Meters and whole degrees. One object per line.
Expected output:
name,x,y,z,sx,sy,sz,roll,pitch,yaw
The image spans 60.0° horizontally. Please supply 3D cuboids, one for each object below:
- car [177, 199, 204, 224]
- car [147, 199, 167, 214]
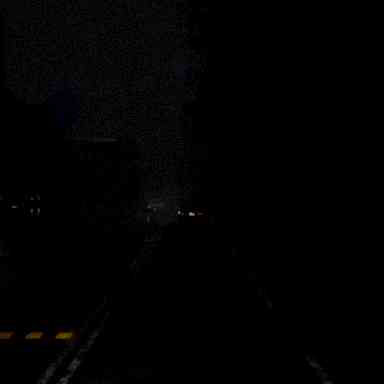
car,-0.105,1.516,24.563,2.033,1.411,5.357,0,0,-1
car,-3.691,1.464,35.407,1.812,1.442,4.674,0,0,-1
